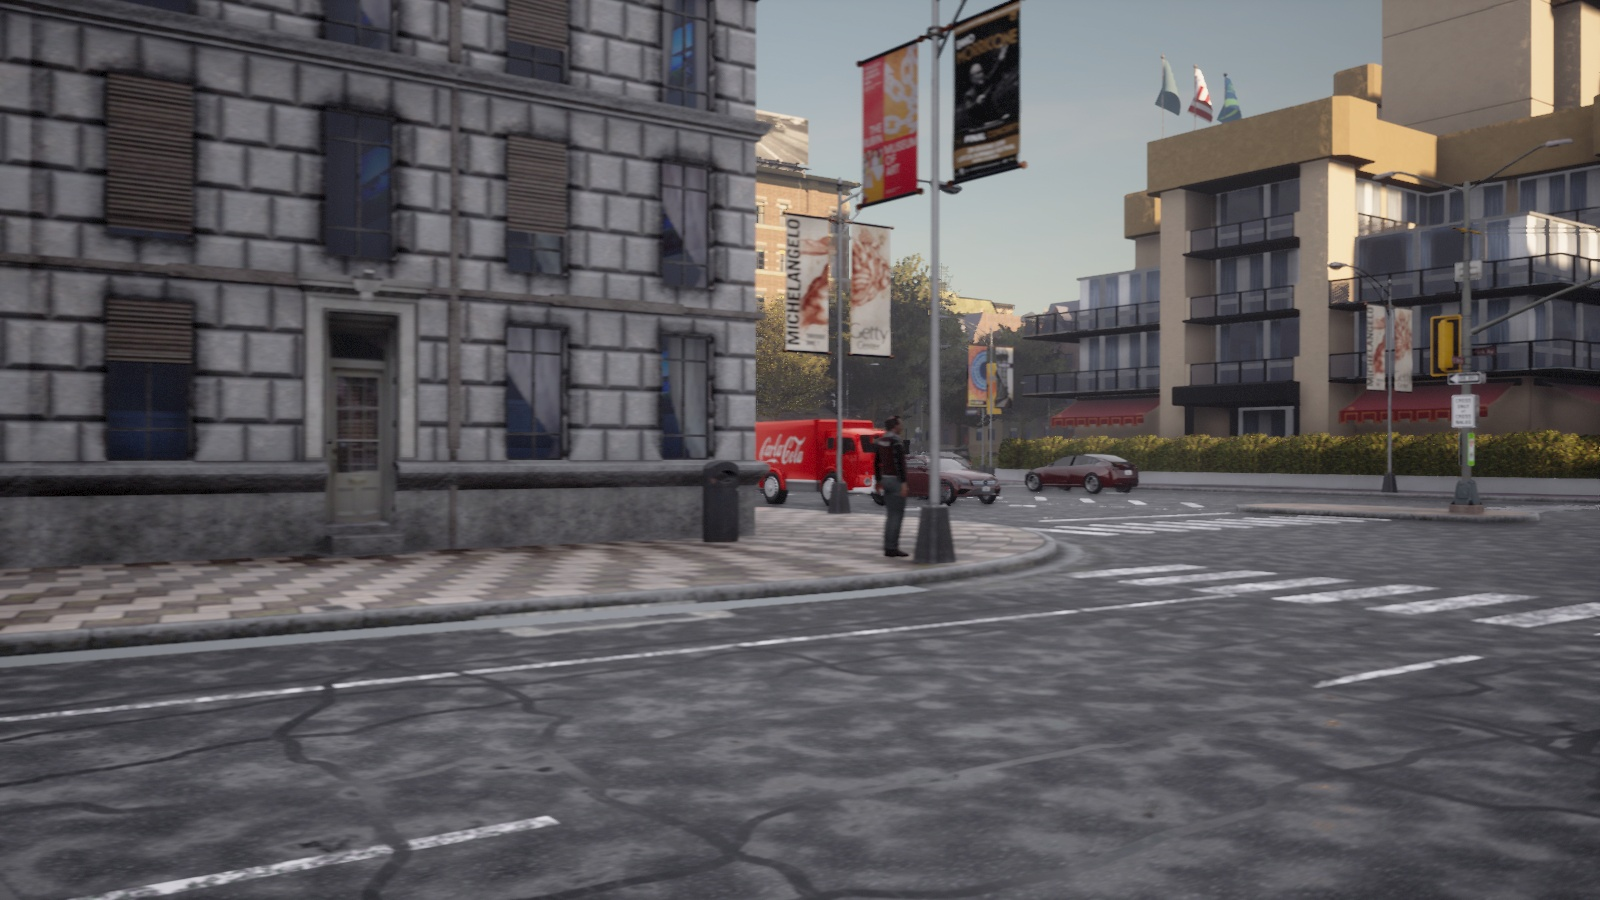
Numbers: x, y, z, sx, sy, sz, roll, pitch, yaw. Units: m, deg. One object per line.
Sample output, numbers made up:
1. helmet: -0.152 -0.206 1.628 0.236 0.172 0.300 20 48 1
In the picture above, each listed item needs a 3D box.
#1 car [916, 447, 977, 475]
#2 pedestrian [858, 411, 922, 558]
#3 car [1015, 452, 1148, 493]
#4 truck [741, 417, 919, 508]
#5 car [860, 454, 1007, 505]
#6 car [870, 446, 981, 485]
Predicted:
1. car: 10.079 0.731 86.369 3.866 1.878 1.905 0 0 -36
2. pedestrian: 1.154 0.439 16.145 0.720 1.854 0.376 0 0 -26
3. car: 10.827 0.841 48.570 2.163 1.488 4.792 0 0 -35
4. truck: 0.786 0.347 36.796 2.627 2.467 5.204 0 0 -35
5. car: 4.002 0.856 38.312 1.812 1.442 4.674 0 0 -35
6. car: 5.523 0.649 55.995 2.152 1.651 5.027 0 0 -35
